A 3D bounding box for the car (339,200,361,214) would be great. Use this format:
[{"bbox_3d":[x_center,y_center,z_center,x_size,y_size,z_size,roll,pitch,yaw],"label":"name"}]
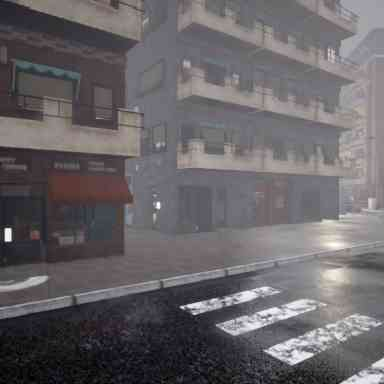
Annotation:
[{"bbox_3d":[18.028,1.718,38.784,1.812,1.442,4.674,0,-1,5],"label":"car"}]
